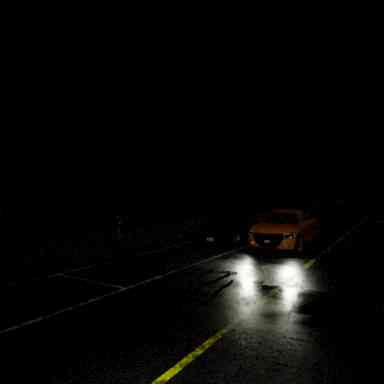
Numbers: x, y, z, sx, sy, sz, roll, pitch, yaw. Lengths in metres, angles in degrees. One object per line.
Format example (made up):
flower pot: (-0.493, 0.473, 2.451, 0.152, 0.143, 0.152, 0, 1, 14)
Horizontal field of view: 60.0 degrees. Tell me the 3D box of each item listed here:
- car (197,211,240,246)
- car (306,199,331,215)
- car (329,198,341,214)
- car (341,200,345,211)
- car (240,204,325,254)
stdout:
car: (1.897, 1.566, 15.411, 1.947, 1.339, 4.313, 0, 0, 32)
car: (10.702, 1.583, 29.454, 1.802, 1.307, 4.206, 0, 0, 32)
car: (13.638, 1.567, 34.135, 1.947, 1.339, 4.313, 0, 0, 32)
car: (16.573, 1.442, 38.816, 1.967, 1.590, 4.097, 0, 0, 32)
car: (3.978, 1.478, 13.898, 1.882, 1.535, 5.008, 0, 0, 32)
